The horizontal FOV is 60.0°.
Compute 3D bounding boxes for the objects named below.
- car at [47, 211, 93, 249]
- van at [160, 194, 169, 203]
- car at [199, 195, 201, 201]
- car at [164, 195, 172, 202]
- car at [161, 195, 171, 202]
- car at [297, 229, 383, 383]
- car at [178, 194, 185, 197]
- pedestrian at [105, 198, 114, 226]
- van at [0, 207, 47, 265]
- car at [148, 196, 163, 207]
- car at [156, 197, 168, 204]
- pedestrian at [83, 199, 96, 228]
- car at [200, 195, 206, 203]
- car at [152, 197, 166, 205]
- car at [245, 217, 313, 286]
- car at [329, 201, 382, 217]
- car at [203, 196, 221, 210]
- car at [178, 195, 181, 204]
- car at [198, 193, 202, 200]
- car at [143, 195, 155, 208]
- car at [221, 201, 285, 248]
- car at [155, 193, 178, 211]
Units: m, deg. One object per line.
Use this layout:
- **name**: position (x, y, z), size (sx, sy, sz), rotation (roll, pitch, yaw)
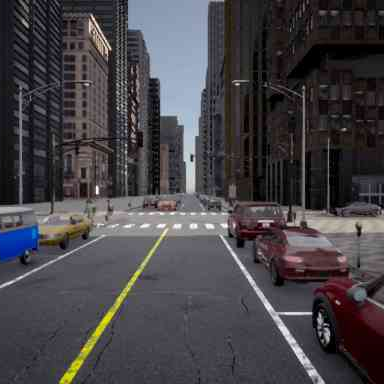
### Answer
- **car**: position (-5.766, 1.526, 14.603), size (1.752, 1.417, 4.829), rotation (0, 0, 0)
- **van**: position (-5.773, 1.358, 69.950), size (1.690, 1.788, 3.998), rotation (0, 0, 0)
- **car**: position (2.754, 1.556, 58.679), size (1.887, 1.381, 4.507), rotation (0, 0, 0)
- **car**: position (-5.773, 1.550, 81.062), size (1.752, 1.417, 4.829), rotation (0, 0, 0)
- **car**: position (-5.773, 1.461, 75.591), size (1.967, 1.590, 4.097), rotation (0, 0, 0)
- **car**: position (2.760, 1.440, 3.429), size (1.967, 1.590, 4.097), rotation (0, 0, 0)
- **car**: position (-3.054, 1.562, 64.272), size (2.033, 1.411, 5.357), rotation (0, 0, 1)
- **pedestrian**: position (-5.359, 1.300, 21.700), size (0.375, 1.860, 0.375), rotation (0, 0, 0)
- **van**: position (-5.766, 1.341, 9.095), size (1.690, 1.788, 3.998), rotation (0, 0, 0)
- **car**: position (-5.771, 1.449, 53.029), size (1.967, 1.590, 4.097), rotation (0, 0, 0)
- **car**: position (-5.771, 1.596, 64.309), size (1.802, 1.307, 4.206), rotation (0, 0, 0)
- **pedestrian**: position (-6.247, 1.295, 20.239), size (0.375, 1.860, 0.375), rotation (0, 0, 0)
- **car**: position (2.755, 1.560, 53.039), size (2.008, 1.369, 4.403), rotation (0, 0, 0)
- **car**: position (-5.771, 1.577, 58.670), size (1.947, 1.339, 4.313), rotation (0, 0, 0)
- **car**: position (2.759, 1.582, 9.106), size (1.802, 1.307, 4.206), rotation (0, 0, 0)
- **car**: position (14.666, 1.527, 29.944), size (4.181, 1.385, 1.994), rotation (0, 0, 0)
- **car**: position (2.756, 1.556, 41.757), size (2.008, 1.369, 4.403), rotation (0, 0, 0)
- **car**: position (-3.096, 1.609, 50.832), size (1.895, 1.301, 4.718), rotation (0, 0, 0)
- **car**: position (2.753, 1.457, 69.960), size (1.967, 1.590, 4.097), rotation (0, 0, 0)
- **car**: position (-5.770, 1.322, 47.387), size (2.192, 1.841, 5.009), rotation (0, 0, 0)
- **car**: position (2.758, 1.315, 14.784), size (2.192, 1.841, 5.009), rotation (0, 0, 0)
- **car**: position (-3.046, 1.357, 40.709), size (2.097, 1.767, 4.553), rotation (0, 0, -2)
